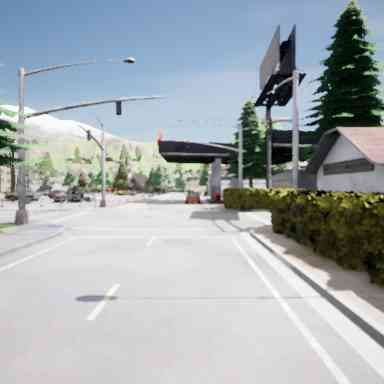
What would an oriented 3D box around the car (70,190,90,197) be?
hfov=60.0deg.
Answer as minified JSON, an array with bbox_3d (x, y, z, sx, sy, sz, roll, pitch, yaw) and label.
[{"bbox_3d":[-23.842,0.381,70.989,3.633,1.501,1.845,0,1,0],"label":"car"}]

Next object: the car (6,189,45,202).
[{"bbox_3d":[-24.526,0.454,48.537,4.605,1.855,1.932,0,1,0],"label":"car"}]

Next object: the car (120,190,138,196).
[{"bbox_3d":[-16.267,0.204,85.995,4.514,1.523,2.007,0,1,0],"label":"car"}]

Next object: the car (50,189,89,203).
[{"bbox_3d":[-16.648,0.477,45.275,3.866,1.878,1.905,0,1,0],"label":"car"}]

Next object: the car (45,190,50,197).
[{"bbox_3d":[-23.853,0.491,60.997,4.514,1.523,2.007,0,1,0],"label":"car"}]

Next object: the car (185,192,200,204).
[{"bbox_3d":[0.139,0.715,48.149,2.097,1.767,4.553,0,1,0],"label":"car"}]

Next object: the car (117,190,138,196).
[{"bbox_3d":[-16.204,0.236,82.858,5.027,1.636,2.152,0,1,0],"label":"car"}]

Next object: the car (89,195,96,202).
[{"bbox_3d":[-16.047,0.717,48.605,3.806,1.475,1.970,0,1,0],"label":"car"}]

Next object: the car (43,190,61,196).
[{"bbox_3d":[-34.870,0.287,82.948,3.806,1.475,1.970,0,1,0],"label":"car"}]
